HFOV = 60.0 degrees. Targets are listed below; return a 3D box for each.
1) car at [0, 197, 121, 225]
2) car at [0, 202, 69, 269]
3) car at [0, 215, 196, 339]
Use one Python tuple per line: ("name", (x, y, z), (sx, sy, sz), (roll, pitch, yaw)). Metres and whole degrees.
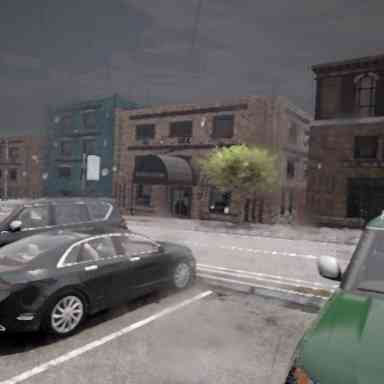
("car", (-4.107, 1.170, 8.289), (2.435, 2.045, 5.566), (0, 0, 35))
("car", (-6.354, 1.280, 9.962), (2.185, 1.767, 4.553), (0, 0, 35))
("car", (-1.810, 1.438, 6.680), (2.231, 1.521, 4.892), (0, 0, 35))
